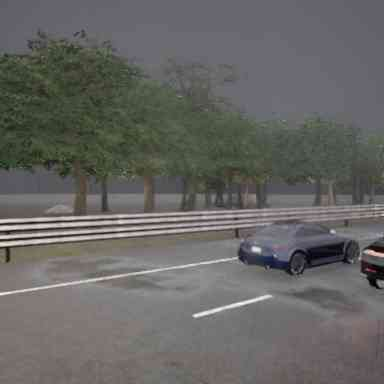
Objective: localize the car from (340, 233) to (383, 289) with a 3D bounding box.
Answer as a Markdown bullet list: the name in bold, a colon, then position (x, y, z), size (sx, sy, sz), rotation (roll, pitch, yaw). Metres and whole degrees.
- **car**: position (5.987, 1.521, 8.016), size (4.902, 1.511, 2.128), rotation (0, 0, -35)

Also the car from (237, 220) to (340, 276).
- **car**: position (3.435, 1.591, 10.494), size (4.181, 1.385, 1.994), rotation (0, 0, -36)
